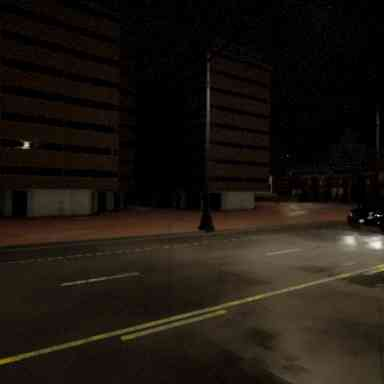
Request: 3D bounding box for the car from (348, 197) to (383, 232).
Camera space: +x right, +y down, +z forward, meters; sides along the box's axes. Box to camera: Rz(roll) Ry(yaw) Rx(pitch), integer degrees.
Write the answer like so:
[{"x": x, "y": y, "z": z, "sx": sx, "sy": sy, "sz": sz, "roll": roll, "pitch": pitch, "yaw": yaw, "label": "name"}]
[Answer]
[{"x": 12.336, "y": 1.375, "z": 21.378, "sx": 5.566, "sy": 2.045, "sz": 2.150, "roll": 0, "pitch": 0, "yaw": -35, "label": "car"}]
